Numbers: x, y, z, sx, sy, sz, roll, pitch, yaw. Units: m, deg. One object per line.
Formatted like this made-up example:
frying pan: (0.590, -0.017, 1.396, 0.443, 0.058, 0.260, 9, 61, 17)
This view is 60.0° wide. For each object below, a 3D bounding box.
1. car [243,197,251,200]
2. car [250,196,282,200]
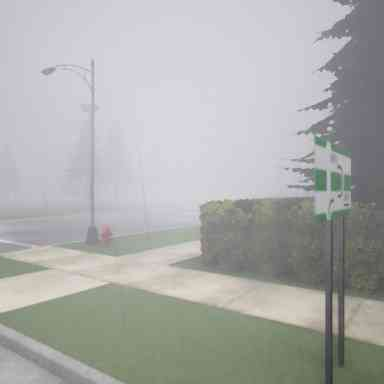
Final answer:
car: (10.515, 1.547, 57.659, 2.033, 1.411, 5.357, 0, 0, 38)
car: (10.153, 1.526, 45.286, 1.812, 1.442, 4.674, 0, 0, 36)
